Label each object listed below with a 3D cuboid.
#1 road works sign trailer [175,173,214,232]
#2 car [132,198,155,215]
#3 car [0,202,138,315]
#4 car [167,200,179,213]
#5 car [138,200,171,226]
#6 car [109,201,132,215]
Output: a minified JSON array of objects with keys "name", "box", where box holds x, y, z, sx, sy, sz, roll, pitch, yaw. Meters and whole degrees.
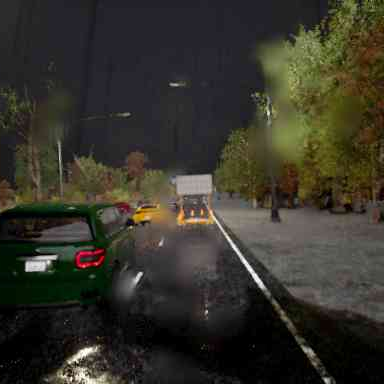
[{"name":"road works sign trailer","box":[0.195,0.590,21.732,2.380,3.560,2.880,-3,0,1]},{"name":"car","box":[-6.059,1.783,42.038,2.097,1.767,4.553,-3,0,1]},{"name":"car","box":[-2.641,1.247,7.810,2.150,2.045,5.566,0,0,-5]},{"name":"car","box":[-2.612,1.769,41.286,2.128,1.511,4.902,-3,0,1]},{"name":"car","box":[-2.853,1.636,23.718,1.882,1.535,5.008,-2,-4,1]},{"name":"car","box":[-9.274,2.054,43.512,1.882,1.535,5.008,-3,0,1]}]
